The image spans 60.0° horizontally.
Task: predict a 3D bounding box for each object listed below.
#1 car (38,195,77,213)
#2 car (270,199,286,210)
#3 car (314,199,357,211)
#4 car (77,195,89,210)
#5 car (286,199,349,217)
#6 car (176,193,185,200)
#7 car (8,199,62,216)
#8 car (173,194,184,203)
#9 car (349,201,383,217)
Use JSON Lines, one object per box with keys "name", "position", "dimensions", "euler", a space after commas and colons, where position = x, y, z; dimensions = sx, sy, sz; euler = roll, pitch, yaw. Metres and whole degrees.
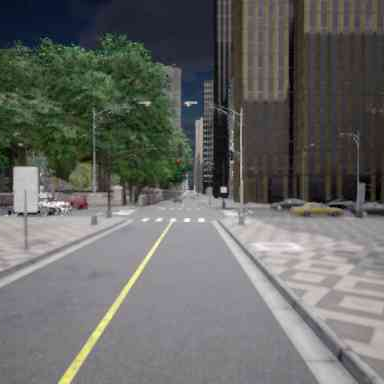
{"name": "car", "position": [-15.344, 1.346, 34.295], "dimensions": [5.566, 2.045, 2.150], "euler": [2, 1, 0]}
{"name": "car", "position": [11.619, 1.488, 39.924], "dimensions": [4.403, 1.369, 2.008], "euler": [0, 1, 0]}
{"name": "car", "position": [17.132, 1.509, 39.897], "dimensions": [4.313, 1.339, 1.947], "euler": [0, 1, 0]}
{"name": "car", "position": [-15.046, 1.230, 40.055], "dimensions": [5.009, 1.841, 2.192], "euler": [0, 1, 0]}
{"name": "car", "position": [11.755, 1.620, 31.399], "dimensions": [4.829, 1.417, 1.752], "euler": [0, 1, 0]}
{"name": "car", "position": [-3.041, 1.079, 86.524], "dimensions": [2.097, 1.767, 4.553], "euler": [0, 0, 0]}
{"name": "car", "position": [-15.080, 1.639, 31.536], "dimensions": [4.313, 1.339, 1.947], "euler": [0, 1, 0]}
{"name": "car", "position": [-3.034, 1.607, 71.048], "dimensions": [2.033, 1.411, 5.357], "euler": [0, 0, 0]}
{"name": "car", "position": [17.098, 1.652, 31.373], "dimensions": [4.403, 1.369, 2.008], "euler": [0, 1, 0]}
